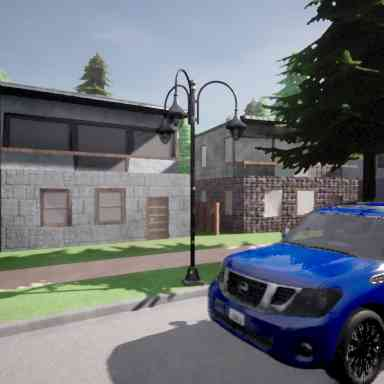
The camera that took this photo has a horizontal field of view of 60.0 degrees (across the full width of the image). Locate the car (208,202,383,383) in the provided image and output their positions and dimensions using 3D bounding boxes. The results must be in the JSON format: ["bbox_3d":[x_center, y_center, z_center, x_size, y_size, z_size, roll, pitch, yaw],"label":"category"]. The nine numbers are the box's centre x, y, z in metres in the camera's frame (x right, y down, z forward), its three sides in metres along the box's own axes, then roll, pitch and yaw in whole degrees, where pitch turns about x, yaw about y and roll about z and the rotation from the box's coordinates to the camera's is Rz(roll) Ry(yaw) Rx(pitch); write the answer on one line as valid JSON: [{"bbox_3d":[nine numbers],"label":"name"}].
[{"bbox_3d":[2.982,1.221,5.546,5.566,2.045,2.150,0,0,-29],"label":"car"}]
